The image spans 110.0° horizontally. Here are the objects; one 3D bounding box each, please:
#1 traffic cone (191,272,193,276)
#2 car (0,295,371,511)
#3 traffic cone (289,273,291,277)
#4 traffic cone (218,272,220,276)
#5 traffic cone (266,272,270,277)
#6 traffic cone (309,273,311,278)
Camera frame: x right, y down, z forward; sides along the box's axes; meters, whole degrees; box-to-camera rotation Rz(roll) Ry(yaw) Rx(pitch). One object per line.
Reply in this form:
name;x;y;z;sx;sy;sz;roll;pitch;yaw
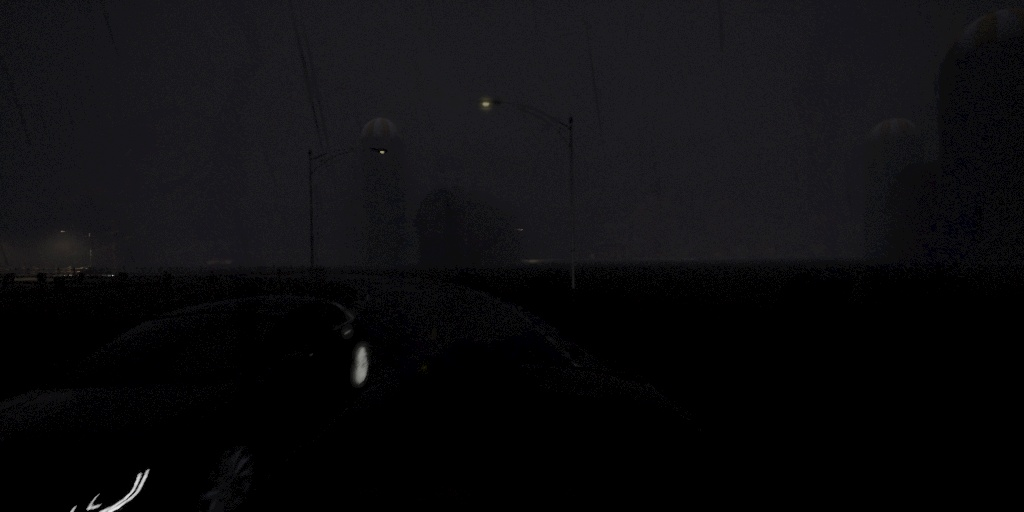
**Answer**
traffic cone;-42.824;2.409;48.018;0.340;0.580;0.340;0;0;16
car;-3.067;1.283;3.999;1.837;1.490;4.892;0;0;-5
traffic cone;-25.144;2.090;40.639;0.340;0.580;0.340;0;0;33
traffic cone;-38.029;2.326;46.622;0.340;0.580;0.340;0;0;16
traffic cone;-29.233;2.164;43.059;0.340;0.580;0.340;0;0;28
traffic cone;-21.317;2.022;37.822;0.340;0.580;0.340;0;0;39
